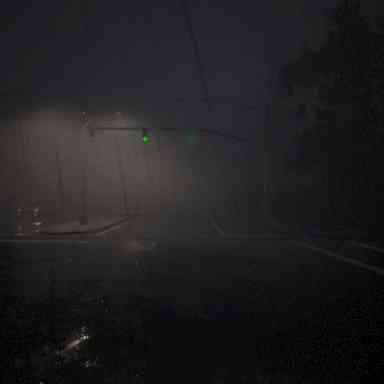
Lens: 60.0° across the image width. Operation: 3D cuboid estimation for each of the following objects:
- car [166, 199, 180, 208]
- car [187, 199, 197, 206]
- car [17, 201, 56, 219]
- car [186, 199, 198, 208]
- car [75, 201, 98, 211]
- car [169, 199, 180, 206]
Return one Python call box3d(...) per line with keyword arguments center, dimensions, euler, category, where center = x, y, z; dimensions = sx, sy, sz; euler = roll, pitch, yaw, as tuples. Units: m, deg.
box3d(center=(-3.502, 1.998, 57.573), dimensions=(2.128, 1.511, 4.902), euler=(0, -1, 0), category="car")
box3d(center=(-0.003, 2.143, 67.989), dimensions=(1.994, 1.385, 4.181), euler=(0, -1, 0), category="car")
box3d(center=(-15.096, 1.639, 32.538), dimensions=(2.097, 1.767, 4.553), euler=(0, -1, 0), category="car")
box3d(center=(-0.002, 1.984, 57.573), dimensions=(1.882, 1.535, 5.008), euler=(0, -1, 0), category="car")
box3d(center=(-15.079, 1.970, 47.990), dimensions=(2.033, 1.411, 5.357), euler=(0, 0, 0), category="car")
box3d(center=(-3.503, 2.178, 68.018), dimensions=(1.895, 1.301, 4.718), euler=(0, -1, 0), category="car")
